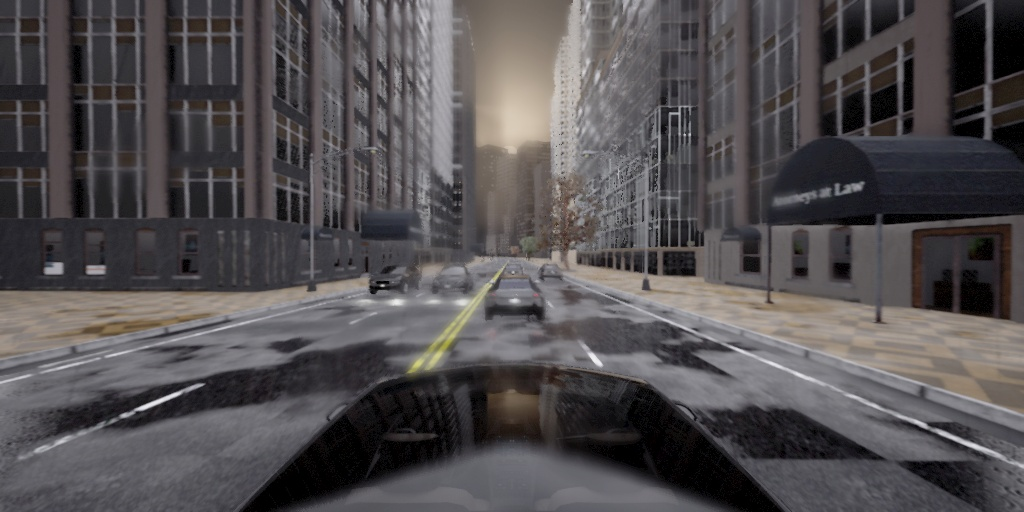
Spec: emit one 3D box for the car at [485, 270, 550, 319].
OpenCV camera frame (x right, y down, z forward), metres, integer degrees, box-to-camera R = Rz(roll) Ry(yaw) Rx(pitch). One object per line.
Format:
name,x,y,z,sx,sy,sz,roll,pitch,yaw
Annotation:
car,0.097,1.362,13.010,1.994,1.385,4.181,0,0,0

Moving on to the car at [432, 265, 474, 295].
car,-3.257,1.270,20.439,1.812,1.442,4.674,0,0,0

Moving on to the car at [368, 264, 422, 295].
car,-6.507,1.244,20.439,1.837,1.490,4.892,0,0,0

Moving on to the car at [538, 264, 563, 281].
car,3.340,1.416,31.556,2.033,1.411,5.357,0,0,0

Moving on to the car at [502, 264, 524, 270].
car,0.089,1.418,32.070,2.033,1.411,5.357,0,0,0
